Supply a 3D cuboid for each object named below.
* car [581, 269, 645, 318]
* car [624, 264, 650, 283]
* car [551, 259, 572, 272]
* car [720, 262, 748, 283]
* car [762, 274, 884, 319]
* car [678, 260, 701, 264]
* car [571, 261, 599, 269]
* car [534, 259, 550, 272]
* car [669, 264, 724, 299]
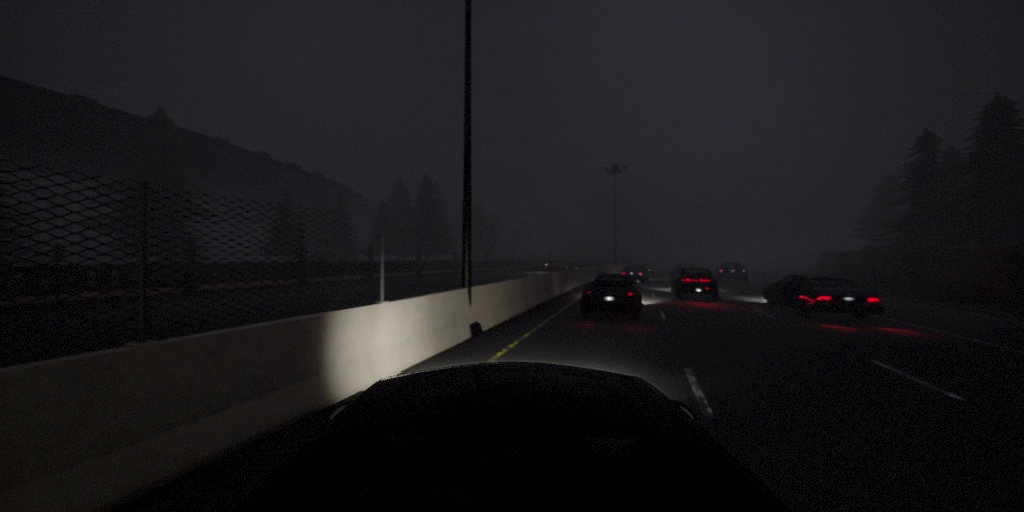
[{"bbox_3d":[3.820,1.355,13.492,1.994,1.385,4.181,0,0,20],"label":"car"},{"bbox_3d":[10.152,1.399,29.446,2.033,1.411,5.357,0,0,26],"label":"car"},{"bbox_3d":[7.125,1.336,45.733,1.882,1.535,5.008,0,-1,33],"label":"car"},{"bbox_3d":[18.559,1.256,30.426,2.097,1.767,4.553,0,0,27],"label":"car"},{"bbox_3d":[11.215,1.380,13.407,2.033,1.411,5.357,0,0,19],"label":"car"},{"bbox_3d":[16.185,1.370,33.355,1.882,1.535,5.008,0,-1,29],"label":"car"},{"bbox_3d":[9.102,1.466,42.419,1.895,1.301,4.718,0,0,32],"label":"car"},{"bbox_3d":[4.841,1.201,48.593,2.097,1.767,4.553,0,0,34],"label":"car"},{"bbox_3d":[9.451,1.334,18.783,1.837,1.490,4.892,0,0,20],"label":"car"}]
